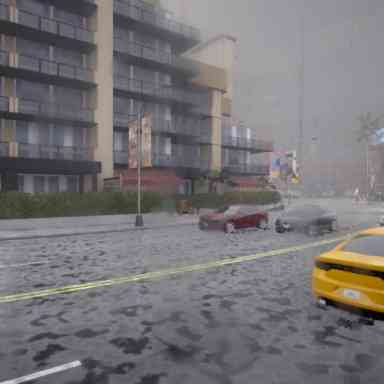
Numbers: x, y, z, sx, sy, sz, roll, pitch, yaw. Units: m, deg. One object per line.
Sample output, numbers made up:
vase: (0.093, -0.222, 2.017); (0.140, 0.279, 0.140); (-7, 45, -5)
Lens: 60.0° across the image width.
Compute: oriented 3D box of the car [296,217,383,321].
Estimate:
car: (4.476, 1.475, 6.893); (5.008, 1.535, 1.882); (0, 0, -39)

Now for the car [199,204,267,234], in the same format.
car: (2.516, 1.467, 19.330); (5.008, 1.535, 1.882); (0, 0, -45)

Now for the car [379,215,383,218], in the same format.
car: (12.603, 1.595, 19.794); (1.895, 1.301, 4.718); (0, 0, 39)

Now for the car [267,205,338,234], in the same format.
car: (6.367, 1.499, 18.247); (1.837, 1.490, 4.892); (1, 0, 44)
